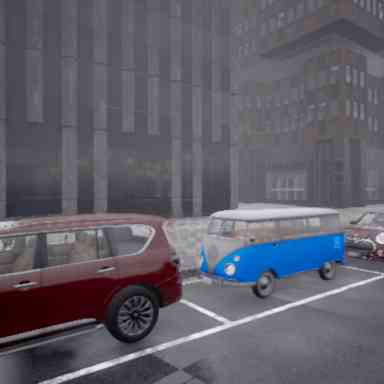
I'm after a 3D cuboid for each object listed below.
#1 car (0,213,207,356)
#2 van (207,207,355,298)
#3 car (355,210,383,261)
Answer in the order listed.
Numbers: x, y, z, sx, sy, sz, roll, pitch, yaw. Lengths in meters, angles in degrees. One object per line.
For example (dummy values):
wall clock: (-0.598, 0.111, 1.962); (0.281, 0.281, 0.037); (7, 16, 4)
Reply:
car: (-2.469, 1.310, 4.885); (5.009, 1.841, 2.192); (-1, 1, -35)
van: (2.029, 1.295, 8.095); (3.998, 1.788, 1.690); (-1, 1, -35)
car: (6.527, 1.353, 11.304); (4.097, 1.590, 1.967); (-1, 1, -35)
